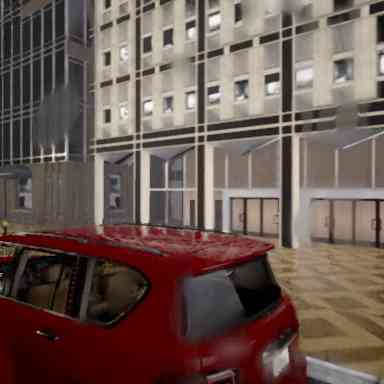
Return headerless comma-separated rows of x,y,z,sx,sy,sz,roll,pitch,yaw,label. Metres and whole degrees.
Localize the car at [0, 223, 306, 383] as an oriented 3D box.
-1.298,1.295,3.804,5.009,1.841,2.192,0,0,35,car
